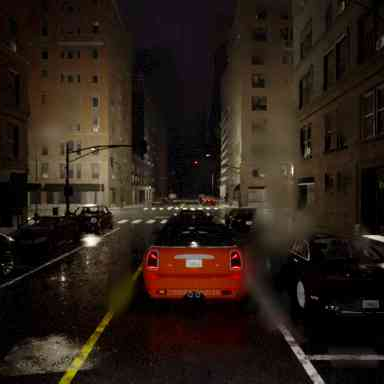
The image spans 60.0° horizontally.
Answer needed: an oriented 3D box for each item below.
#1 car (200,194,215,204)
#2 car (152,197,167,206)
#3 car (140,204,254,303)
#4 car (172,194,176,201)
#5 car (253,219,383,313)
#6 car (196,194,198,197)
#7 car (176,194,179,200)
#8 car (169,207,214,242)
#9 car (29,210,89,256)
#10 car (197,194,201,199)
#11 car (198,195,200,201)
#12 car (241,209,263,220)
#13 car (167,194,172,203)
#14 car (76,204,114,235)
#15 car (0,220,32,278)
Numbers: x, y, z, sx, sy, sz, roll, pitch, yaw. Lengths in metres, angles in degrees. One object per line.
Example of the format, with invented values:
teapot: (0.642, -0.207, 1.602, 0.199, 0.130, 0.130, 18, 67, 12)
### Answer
car: (2.830, 1.477, 55.572, 1.967, 1.590, 4.097, 0, 0, 0)
car: (-5.695, 1.619, 55.576, 1.802, 1.307, 4.206, 0, 0, 0)
car: (0.054, 1.352, 8.341, 2.097, 1.767, 4.553, 0, 0, 0)
car: (-5.675, 1.627, 82.449, 1.752, 1.417, 4.829, 0, 0, 0)
car: (2.848, 1.551, 7.480, 2.008, 1.369, 4.403, 0, 0, 0)
car: (2.853, 1.562, 88.026, 1.967, 1.590, 4.097, 0, 0, 0)
car: (-5.668, 1.458, 93.436, 2.192, 1.841, 5.009, 0, 0, 0)
car: (-0.014, 1.565, 16.995, 1.994, 1.385, 4.181, 0, 0, 0)
car: (-5.683, 1.582, 12.972, 1.802, 1.307, 4.206, 0, 0, 0)
car: (2.845, 1.525, 77.208, 1.967, 1.590, 4.097, 0, 0, 0)
car: (2.839, 1.607, 66.390, 2.008, 1.369, 4.403, 0, 0, 0)
car: (2.836, 1.567, 18.482, 1.947, 1.339, 4.313, 0, 0, 0)
car: (-5.686, 1.608, 66.393, 2.008, 1.369, 4.403, 0, 0, 0)
car: (-5.689, 1.441, 18.473, 1.967, 1.590, 4.097, 0, 0, 0)
car: (-5.677, 1.566, 7.470, 1.947, 1.339, 4.313, 0, 0, 0)
